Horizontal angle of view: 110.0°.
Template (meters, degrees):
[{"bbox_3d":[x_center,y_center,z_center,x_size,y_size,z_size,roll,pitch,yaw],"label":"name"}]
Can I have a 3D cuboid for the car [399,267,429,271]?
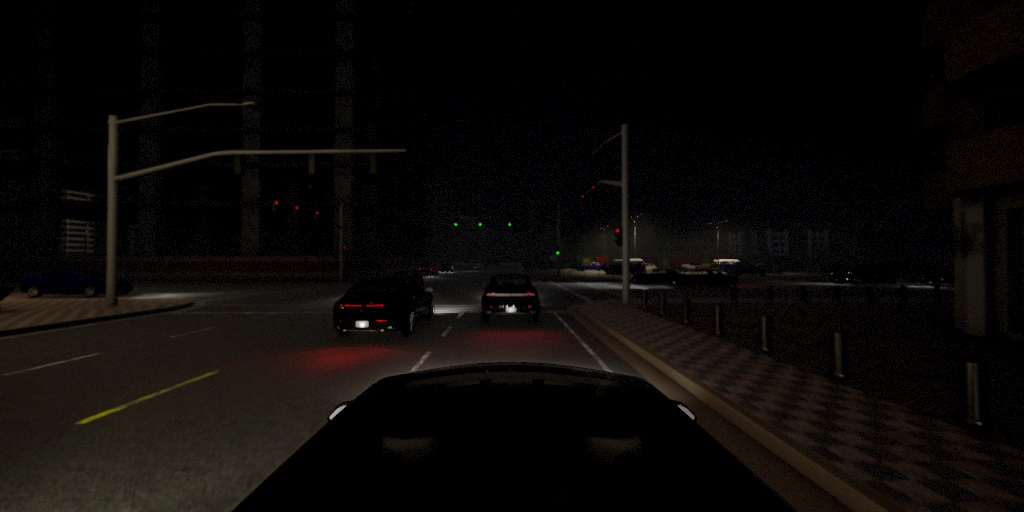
[{"bbox_3d":[-7.420,1.686,24.924,1.994,1.385,4.181,0,-1,-1],"label":"car"}]

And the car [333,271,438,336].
[{"bbox_3d":[-3.601,1.375,10.806,1.837,1.490,4.892,0,-1,-2],"label":"car"}]

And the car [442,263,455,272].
[{"bbox_3d":[-11.452,2.074,64.066,1.837,1.490,4.892,0,-1,0],"label":"car"}]

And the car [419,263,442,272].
[{"bbox_3d":[-11.362,1.717,48.470,2.097,1.767,4.553,0,-1,0],"label":"car"}]

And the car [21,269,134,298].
[{"bbox_3d":[-24.793,1.535,20.581,5.008,1.535,1.882,0,-1,0],"label":"car"}]

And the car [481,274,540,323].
[{"bbox_3d":[-0.066,1.389,12.877,2.128,1.511,4.902,0,-1,-1],"label":"car"}]

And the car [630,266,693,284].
[{"bbox_3d":[13.010,1.795,31.515,4.718,1.301,1.895,0,-1,0],"label":"car"}]

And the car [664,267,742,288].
[{"bbox_3d":[14.853,1.749,28.026,4.718,1.301,1.895,0,-1,0],"label":"car"}]

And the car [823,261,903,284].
[{"bbox_3d":[30.853,1.545,31.621,4.553,1.767,2.097,0,-1,0],"label":"car"}]

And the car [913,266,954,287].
[{"bbox_3d":[35.493,1.693,28.141,5.357,1.411,2.033,0,-1,0],"label":"car"}]
